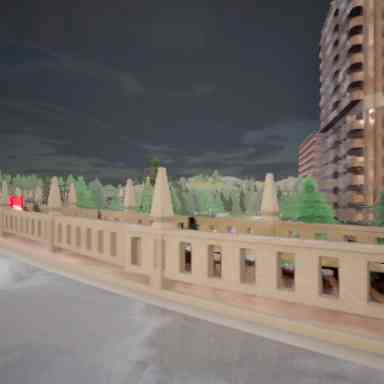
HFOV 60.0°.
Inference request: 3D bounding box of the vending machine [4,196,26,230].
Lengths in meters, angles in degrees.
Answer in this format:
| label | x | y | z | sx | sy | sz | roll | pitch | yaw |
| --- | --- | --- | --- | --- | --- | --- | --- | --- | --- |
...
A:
| label | x | y | z | sx | sy | sz | roll | pitch | yaw |
| --- | --- | --- | --- | --- | --- | --- | --- | --- | --- |
| vending machine | -11.303 | 1.283 | 21.204 | 1.100 | 2.100 | 0.880 | 0 | 0 | -38 |
